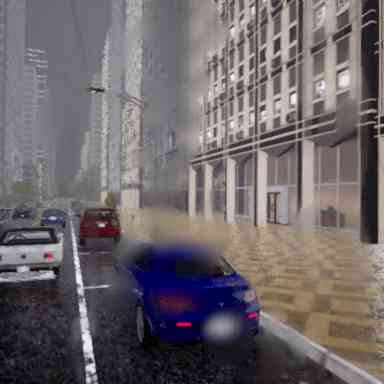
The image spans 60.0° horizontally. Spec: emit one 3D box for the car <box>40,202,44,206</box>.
[{"bbox_3d":[-36.692,3.072,78.705,1.947,1.339,4.313,0,-1,-20],"label":"car"}]

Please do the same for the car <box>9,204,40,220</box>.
[{"bbox_3d":[-17.751,2.240,35.426,1.994,1.385,4.181,1,-1,-20],"label":"car"}]

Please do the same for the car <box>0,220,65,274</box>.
[{"bbox_3d":[-5.282,1.817,10.993,1.895,1.301,4.718,1,-1,-20],"label":"car"}]

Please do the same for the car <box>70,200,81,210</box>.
[{"bbox_3d":[-24.872,2.731,70.982,2.192,1.841,5.009,0,-1,-20],"label":"car"}]

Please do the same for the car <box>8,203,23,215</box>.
[{"bbox_3d":[-22.807,2.325,41.428,2.008,1.369,4.403,0,-1,-20],"label":"car"}]

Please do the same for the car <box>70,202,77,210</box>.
[{"bbox_3d":[-14.954,2.444,44.351,2.008,1.369,4.403,0,-1,-20],"label":"car"}]

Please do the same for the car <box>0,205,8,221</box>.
[{"bbox_3d":[-18.841,2.115,30.778,2.008,1.369,4.403,0,-1,-20],"label":"car"}]

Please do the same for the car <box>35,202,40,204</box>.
[{"bbox_3d":[-32.665,2.820,67.896,1.752,1.417,4.829,0,-1,-20],"label":"car"}]

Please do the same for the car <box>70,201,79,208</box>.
[{"bbox_3d":[-28.838,3.065,81.630,1.967,1.590,4.097,0,-1,-20],"label":"car"}]

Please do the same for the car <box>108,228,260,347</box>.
[{"bbox_3d":[-0.405,1.677,6.624,1.812,1.442,4.674,1,-1,-20],"label":"car"}]

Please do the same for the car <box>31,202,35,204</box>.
[{"bbox_3d":[-28.758,2.528,57.406,1.967,1.590,4.097,0,-1,-20],"label":"car"}]

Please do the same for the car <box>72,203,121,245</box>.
[{"bbox_3d":[-5.037,1.683,17.729,2.192,1.841,5.009,0,-1,-20],"label":"car"}]

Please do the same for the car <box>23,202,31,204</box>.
[{"bbox_3d":[-26.774,2.565,52.078,1.802,1.307,4.206,0,-1,-20],"label":"car"}]

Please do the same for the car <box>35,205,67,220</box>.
[{"bbox_3d":[-11.507,2.093,27.696,2.033,1.411,5.357,1,-1,-20],"label":"car"}]

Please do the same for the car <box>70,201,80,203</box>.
[{"bbox_3d":[-22.889,2.627,65.657,2.192,1.841,5.009,0,-1,-20],"label":"car"}]
